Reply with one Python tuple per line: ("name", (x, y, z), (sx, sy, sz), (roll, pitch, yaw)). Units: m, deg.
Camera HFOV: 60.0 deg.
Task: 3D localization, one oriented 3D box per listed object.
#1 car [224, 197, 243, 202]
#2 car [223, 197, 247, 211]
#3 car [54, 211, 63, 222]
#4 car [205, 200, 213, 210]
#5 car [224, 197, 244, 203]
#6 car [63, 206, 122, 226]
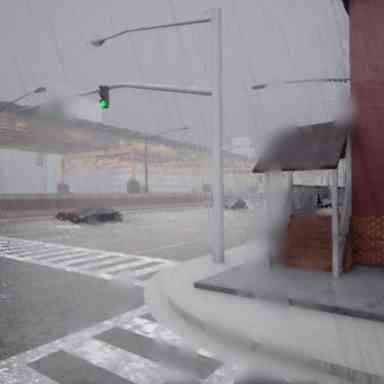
("car", (10.941, 1.839, 87.245), (4.536, 1.218, 1.853), (0, 0, -26))
("car", (5.586, 1.631, 44.949), (2.097, 1.767, 4.553), (-1, 0, 36))
("car", (-9.680, 1.923, 29.596), (1.895, 1.301, 4.718), (-1, -1, 35))
("car", (3.711, 1.832, 48.329), (1.837, 1.490, 4.892), (-1, -1, 36))
("car", (10.989, 1.996, 87.266), (4.974, 1.542, 2.038), (0, 0, -26))
("car", (-7.592, 1.841, 26.492), (1.994, 1.385, 4.181), (-1, -1, 36))
